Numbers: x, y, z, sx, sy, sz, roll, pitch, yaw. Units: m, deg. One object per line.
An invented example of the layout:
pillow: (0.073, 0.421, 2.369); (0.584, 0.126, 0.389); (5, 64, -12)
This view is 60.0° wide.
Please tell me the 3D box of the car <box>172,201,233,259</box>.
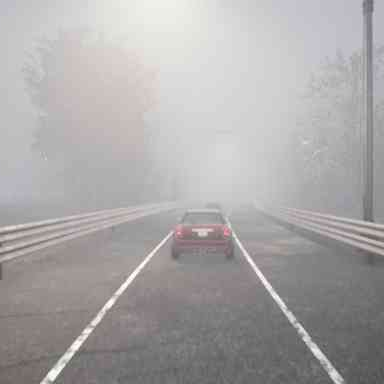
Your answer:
car: (0.443, 1.428, 13.183); (2.097, 1.767, 4.553); (0, 0, 2)
